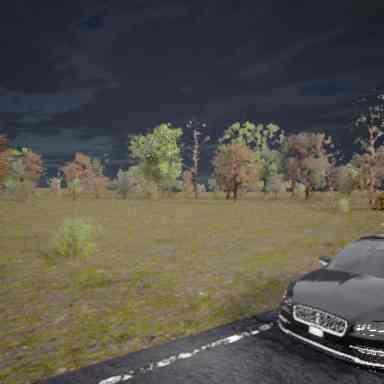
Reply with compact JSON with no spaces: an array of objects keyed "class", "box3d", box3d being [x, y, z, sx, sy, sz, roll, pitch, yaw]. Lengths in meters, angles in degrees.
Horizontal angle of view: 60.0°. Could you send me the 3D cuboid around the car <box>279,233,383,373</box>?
[{"class":"car","box3d":[3.523,1.500,5.568,4.892,1.490,1.837,0,0,-36]}]
